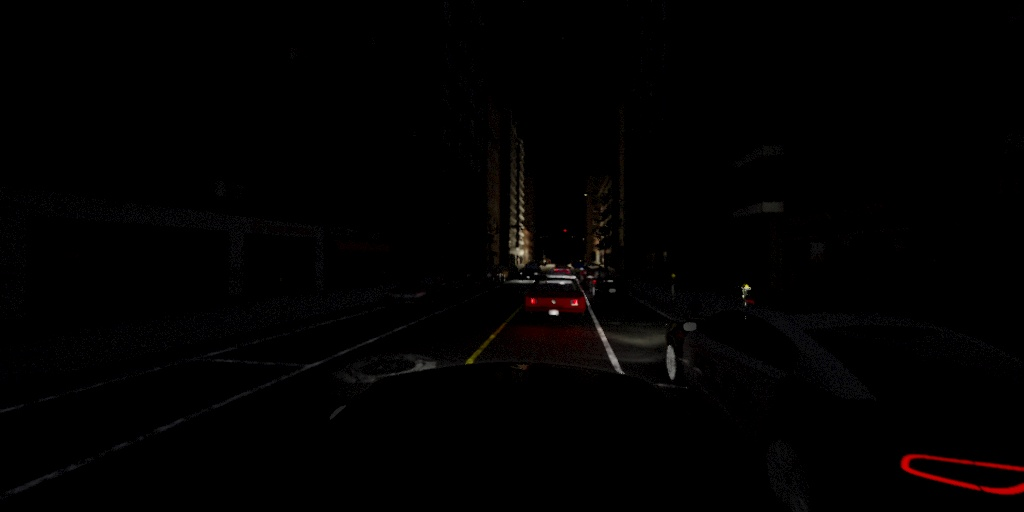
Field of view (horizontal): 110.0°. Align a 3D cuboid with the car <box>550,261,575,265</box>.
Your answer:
[{"bbox_3d":[4.974,1.483,35.997,1.812,1.442,4.674,0,0,6],"label":"car"}]

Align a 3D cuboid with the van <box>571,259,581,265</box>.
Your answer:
[{"bbox_3d":[11.629,1.473,62.389,1.690,1.789,3.998,0,0,9],"label":"van"}]

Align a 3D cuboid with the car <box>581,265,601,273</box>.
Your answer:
[{"bbox_3d":[5.937,1.487,24.698,1.802,1.307,4.207,0,0,9],"label":"car"}]

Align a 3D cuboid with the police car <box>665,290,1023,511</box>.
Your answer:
[{"bbox_3d":[3.199,1.207,4.059,1.930,1.638,5.238,0,0,9],"label":"police car"}]

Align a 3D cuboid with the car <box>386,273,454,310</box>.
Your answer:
[{"bbox_3d":[-3.648,1.377,14.976,1.802,1.307,4.207,0,0,9],"label":"car"}]

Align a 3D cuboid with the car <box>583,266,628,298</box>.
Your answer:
[{"bbox_3d":[5.113,1.422,19.241,2.007,1.370,4.403,0,0,9],"label":"car"}]

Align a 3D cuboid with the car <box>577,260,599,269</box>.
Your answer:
[{"bbox_3d":[6.761,1.378,30.155,1.967,1.591,4.097,0,0,9],"label":"car"}]

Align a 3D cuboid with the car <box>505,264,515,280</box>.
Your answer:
[{"bbox_3d":[-1.201,1.420,31.177,1.751,1.417,4.829,0,0,9],"label":"car"}]

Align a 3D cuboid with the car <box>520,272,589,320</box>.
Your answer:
[{"bbox_3d":[1.598,1.418,12.940,1.895,1.301,4.718,0,0,9],"label":"car"}]

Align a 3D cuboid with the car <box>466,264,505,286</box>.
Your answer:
[{"bbox_3d":[-1.999,1.301,25.890,1.967,1.591,4.097,0,0,9],"label":"car"}]

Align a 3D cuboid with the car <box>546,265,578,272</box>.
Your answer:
[{"bbox_3d":[3.413,1.491,24.969,1.895,1.301,4.718,0,0,9],"label":"car"}]

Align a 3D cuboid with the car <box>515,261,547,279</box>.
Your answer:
[{"bbox_3d":[1.838,1.475,33.993,2.033,1.411,5.357,0,0,9],"label":"car"}]
